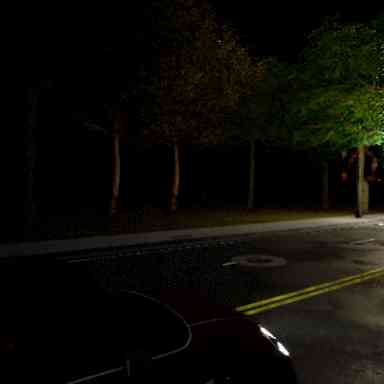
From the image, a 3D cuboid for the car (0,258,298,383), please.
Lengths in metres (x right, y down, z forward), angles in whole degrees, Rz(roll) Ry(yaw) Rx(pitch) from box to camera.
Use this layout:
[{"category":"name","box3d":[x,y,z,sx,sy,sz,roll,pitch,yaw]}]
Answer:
[{"category":"car","box3d":[-1.245,1.352,2.552,4.553,1.767,2.097,0,0,-35]}]
